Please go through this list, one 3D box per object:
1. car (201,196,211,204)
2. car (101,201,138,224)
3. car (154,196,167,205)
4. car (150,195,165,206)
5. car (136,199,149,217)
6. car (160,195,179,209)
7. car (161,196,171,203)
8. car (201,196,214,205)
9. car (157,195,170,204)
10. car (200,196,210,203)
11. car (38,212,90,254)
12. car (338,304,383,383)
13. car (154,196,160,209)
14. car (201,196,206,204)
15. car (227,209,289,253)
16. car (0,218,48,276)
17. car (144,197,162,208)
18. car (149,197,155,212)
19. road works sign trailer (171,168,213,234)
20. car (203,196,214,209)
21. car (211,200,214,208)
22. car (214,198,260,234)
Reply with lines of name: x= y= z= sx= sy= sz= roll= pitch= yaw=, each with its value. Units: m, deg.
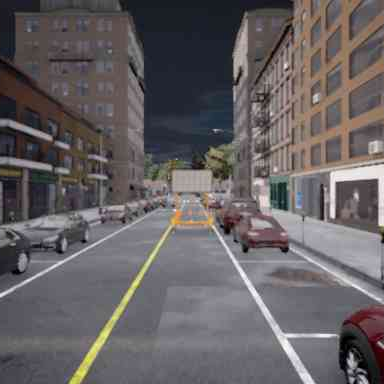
car: x=2.649 y=1.486 z=62.940 sx=1.802 sy=1.307 sz=4.206 roll=0 pitch=0 yaw=0
car: x=-5.383 y=1.540 z=24.308 sx=1.802 sy=1.307 sz=4.206 roll=0 pitch=0 yaw=0
car: x=-5.378 y=1.435 z=57.250 sx=1.752 sy=1.417 sz=4.829 roll=0 pitch=0 yaw=0
car: x=-5.378 y=1.356 z=51.901 sx=1.967 sy=1.590 sz=4.097 roll=0 pitch=0 yaw=0
car: x=-5.382 y=1.499 z=29.827 sx=2.008 sy=1.369 sz=4.403 roll=0 pitch=0 yaw=0
car: x=-2.831 y=1.451 z=43.450 sx=1.812 sy=1.442 sz=4.674 roll=0 pitch=0 yaw=0
car: x=-5.375 y=1.481 z=68.458 sx=1.802 sy=1.307 sz=4.206 roll=0 pitch=0 yaw=0
car: x=2.648 y=1.454 z=57.422 sx=1.887 sy=1.381 sz=4.507 roll=0 pitch=0 yaw=0
car: x=-5.377 y=1.345 z=62.939 sx=1.967 sy=1.590 sz=4.097 roll=0 pitch=0 yaw=0
car: x=2.650 y=1.465 z=68.458 sx=1.947 sy=1.339 sz=4.313 roll=0 pitch=0 yaw=0
car: x=-5.385 y=1.528 z=13.270 sx=2.008 sy=1.369 sz=4.403 roll=0 pitch=0 yaw=0
car: x=2.638 y=1.436 z=2.238 sx=1.967 sy=1.590 sz=4.097 roll=0 pitch=0 yaw=0
car: x=-5.380 y=1.496 z=40.865 sx=1.947 sy=1.339 sz=4.313 roll=0 pitch=0 yaw=0
car: x=2.646 y=1.503 z=46.385 sx=1.802 sy=1.307 sz=4.206 roll=0 pitch=0 yaw=0
car: x=2.640 y=1.559 z=13.276 sx=1.802 sy=1.307 sz=4.206 roll=0 pitch=0 yaw=0
car: x=-5.386 y=1.537 z=7.751 sx=2.008 sy=1.369 sz=4.403 roll=0 pitch=0 yaw=0
car: x=-5.379 y=1.472 z=46.383 sx=2.008 sy=1.369 sz=4.403 roll=0 pitch=0 yaw=0
car: x=-5.381 y=1.483 z=35.346 sx=1.887 sy=1.381 sz=4.507 roll=0 pitch=0 yaw=0
road works sign trailer: x=0.003 y=0.431 z=19.160 sx=2.380 sy=3.560 sz=2.880 roll=0 pitch=0 yaw=0
car: x=2.645 y=1.512 z=40.867 sx=1.802 sy=1.307 sz=4.206 roll=0 pitch=0 yaw=0
car: x=2.638 y=1.483 z=24.480 sx=1.752 sy=1.417 sz=4.829 roll=0 pitch=0 yaw=0
car: x=2.641 y=1.282 z=18.794 sx=2.192 sy=1.841 sz=5.009 roll=0 pitch=0 yaw=0
